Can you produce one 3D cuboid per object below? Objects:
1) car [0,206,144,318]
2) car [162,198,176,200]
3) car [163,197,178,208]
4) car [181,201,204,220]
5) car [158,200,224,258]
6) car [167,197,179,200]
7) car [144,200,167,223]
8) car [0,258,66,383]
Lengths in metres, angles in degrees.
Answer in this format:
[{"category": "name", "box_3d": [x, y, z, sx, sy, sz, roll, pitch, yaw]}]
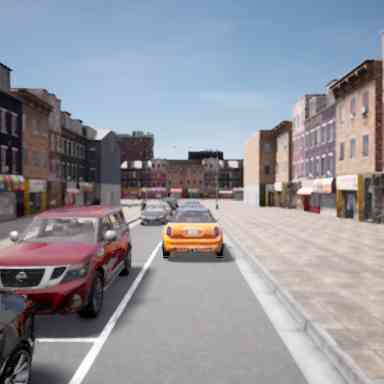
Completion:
[{"category": "car", "box_3d": [-2.646, 1.312, 7.583, 2.192, 1.841, 5.009, 0, 0, 0]}, {"category": "car", "box_3d": [-2.648, 1.525, 29.121, 1.752, 1.417, 4.829, 0, 0, 0]}, {"category": "car", "box_3d": [-3.021, 1.488, 48.579, 1.882, 1.535, 5.008, 0, 0, 0]}, {"category": "car", "box_3d": [0.047, 1.525, 28.727, 1.812, 1.442, 4.674, 0, 0, 0]}, {"category": "car", "box_3d": [0.045, 1.348, 12.962, 2.097, 1.767, 4.553, 0, 0, 0]}, {"category": "car", "box_3d": [-3.026, 1.509, 41.579, 1.837, 1.490, 4.892, 0, 0, 0]}, {"category": "car", "box_3d": [-2.647, 1.549, 23.864, 2.008, 1.369, 4.403, 0, 0, 0]}, {"category": "car", "box_3d": [-2.643, 1.565, 2.156, 1.947, 1.339, 4.313, 0, 0, 0]}]
